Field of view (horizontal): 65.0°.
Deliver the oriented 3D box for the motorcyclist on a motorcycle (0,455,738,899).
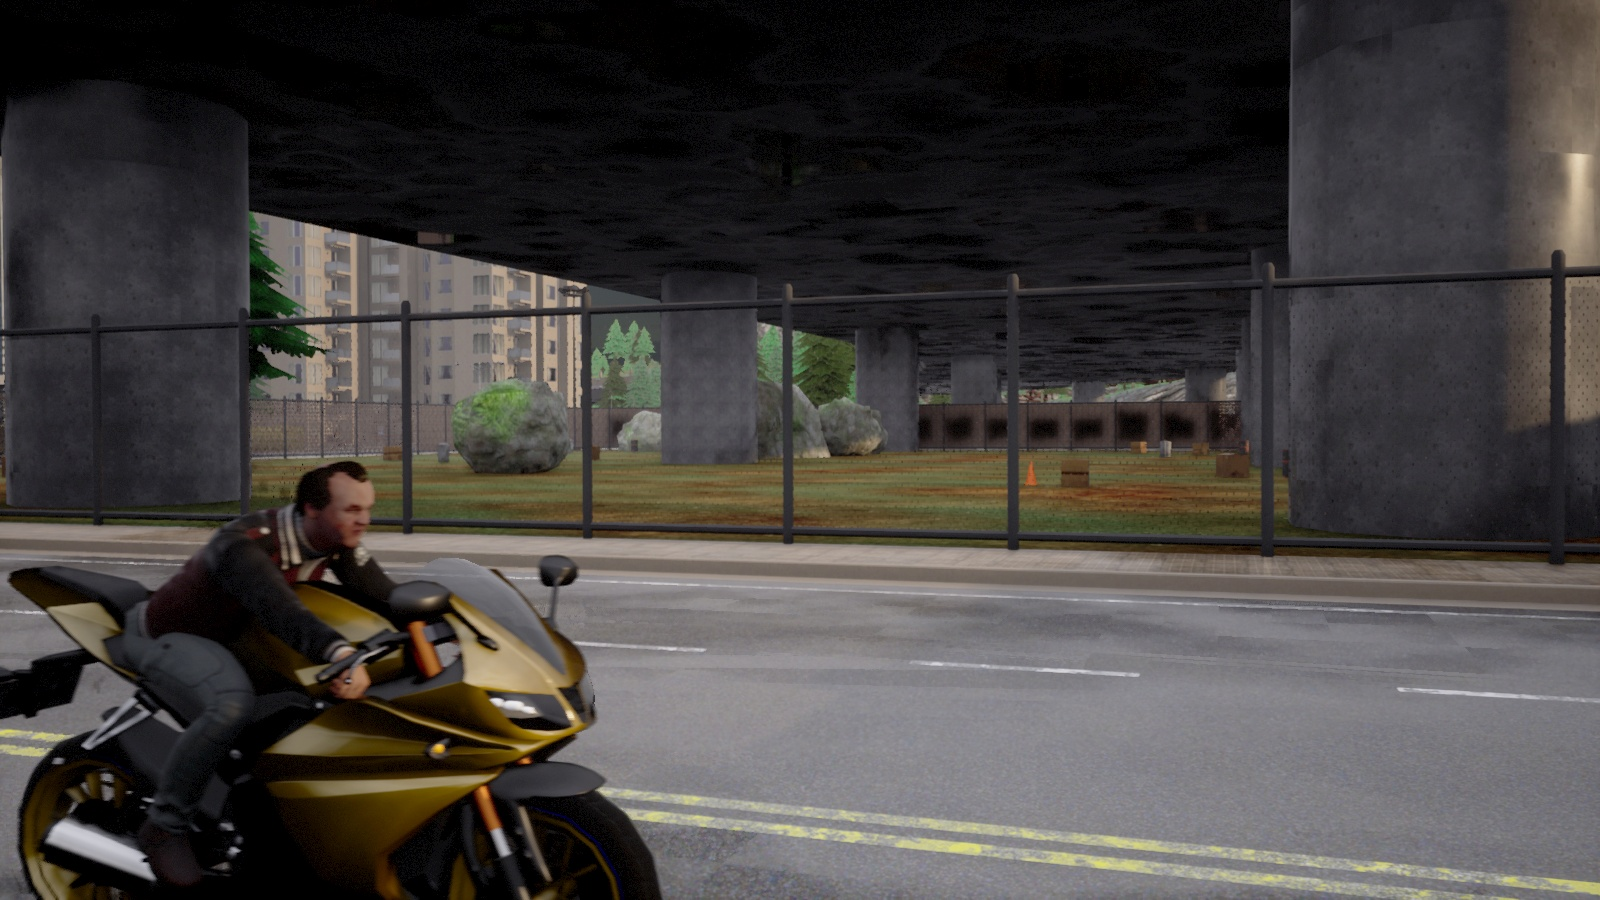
[{"bbox_3d":[-1.361,0.798,3.650,2.191,1.530,0.866,1,1,19],"label":"motorcyclist on a motorcycle"}]
